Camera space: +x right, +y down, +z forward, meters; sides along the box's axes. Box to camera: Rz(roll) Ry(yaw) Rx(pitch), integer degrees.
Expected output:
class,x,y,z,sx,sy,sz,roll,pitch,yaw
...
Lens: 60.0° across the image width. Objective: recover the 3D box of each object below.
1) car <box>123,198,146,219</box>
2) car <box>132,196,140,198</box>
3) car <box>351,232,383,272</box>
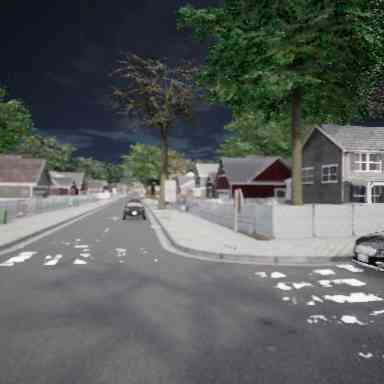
class,x,y,z,sx,sy,sz,roll,pitch,yaw
car,-4.905,1.500,28.402,1.812,1.442,4.674,1,0,-10
car,-10.261,1.469,60.887,1.812,1.442,4.674,1,0,-9
car,6.815,1.416,8.998,4.902,1.511,2.128,0,0,-10
